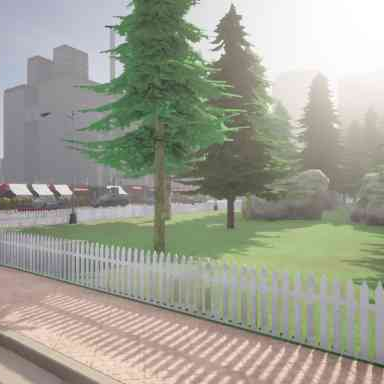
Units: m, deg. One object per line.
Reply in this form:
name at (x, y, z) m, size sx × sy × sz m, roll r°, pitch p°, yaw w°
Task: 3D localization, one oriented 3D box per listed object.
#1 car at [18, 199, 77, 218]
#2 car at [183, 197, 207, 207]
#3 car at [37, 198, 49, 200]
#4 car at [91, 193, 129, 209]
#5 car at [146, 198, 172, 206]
car at (-12.796, 1.601, 30.165) m, size 1.895 × 1.301 × 4.718 m, roll 0°, pitch 0°, yaw 34°
car at (0.623, 1.504, 50.098) m, size 1.837 × 1.490 × 4.892 m, roll 0°, pitch 0°, yaw 34°
car at (-16.769, 1.478, 37.201) m, size 1.882 × 1.535 × 5.008 m, roll 0°, pitch 0°, yaw 34°
car at (-11.122, 1.221, 45.561) m, size 2.150 × 2.045 × 5.566 m, roll 0°, pitch 0°, yaw 34°
car at (-5.334, 1.352, 54.065) m, size 2.097 × 1.767 × 4.553 m, roll 0°, pitch 0°, yaw 34°
